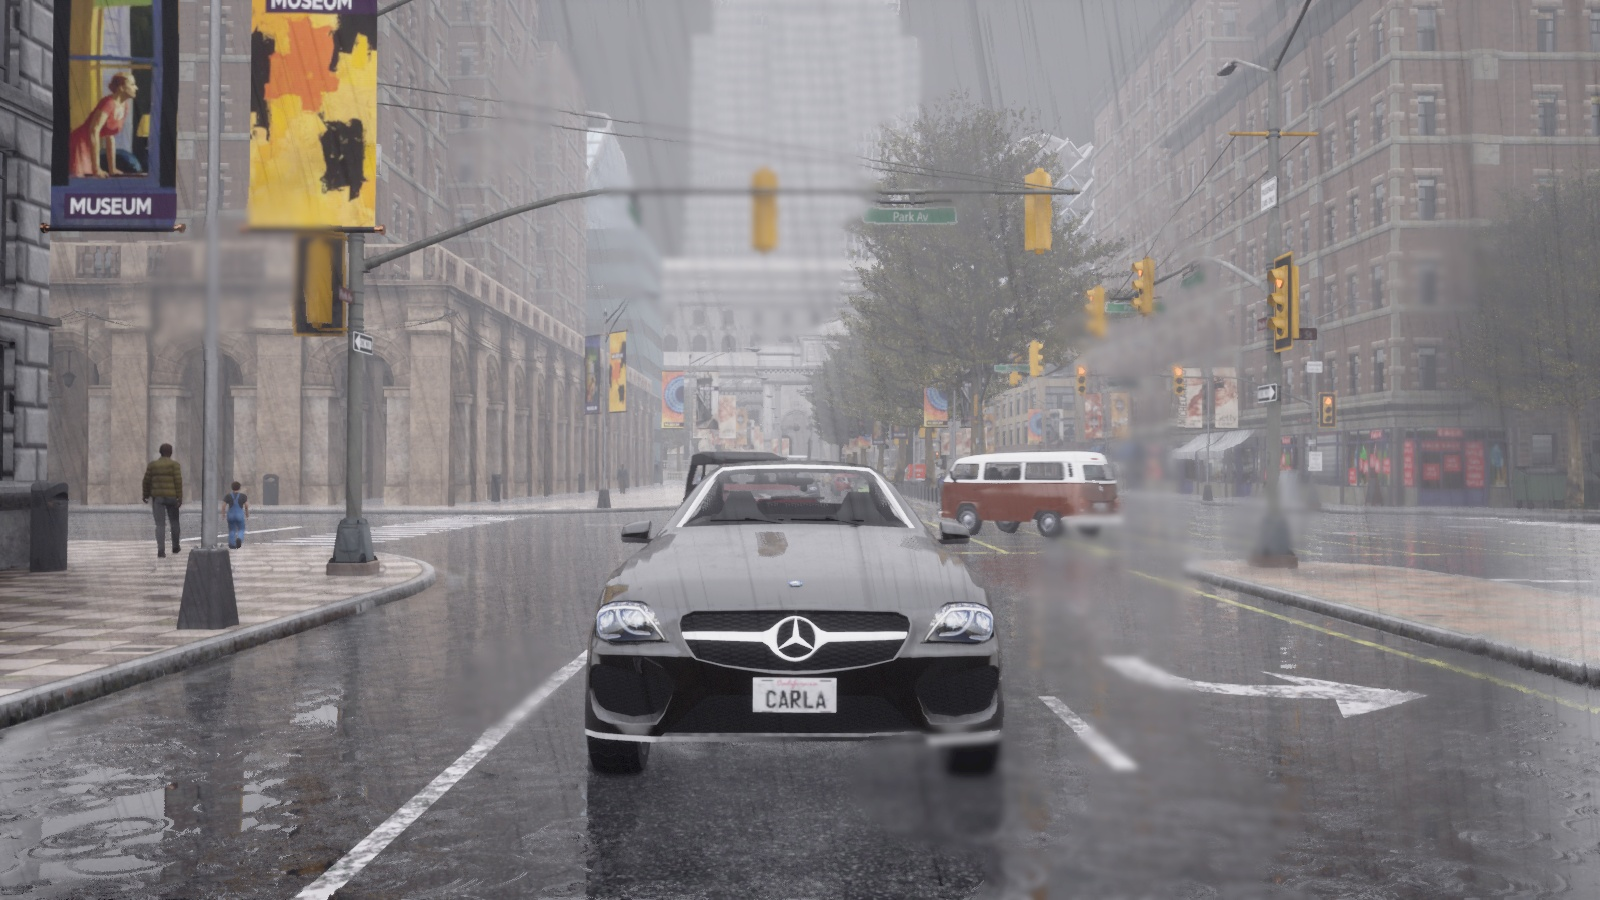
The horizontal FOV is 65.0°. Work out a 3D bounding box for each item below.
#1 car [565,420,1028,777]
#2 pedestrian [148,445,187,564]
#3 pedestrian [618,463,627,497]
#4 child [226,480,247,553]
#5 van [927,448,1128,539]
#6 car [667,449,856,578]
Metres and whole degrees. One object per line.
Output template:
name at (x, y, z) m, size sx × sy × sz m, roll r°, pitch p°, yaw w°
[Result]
car at (-0.025, 0.733, 8.363) m, size 2.152 × 1.651 × 5.027 m, roll 0°, pitch -1°, yaw 0°
pedestrian at (-9.969, 0.843, 19.800) m, size 0.370 × 1.835 × 0.726 m, roll 0°, pitch -1°, yaw -13°
pedestrian at (-10.251, 1.726, 72.485) m, size 0.423 × 1.949 × 0.788 m, roll 0°, pitch -1°, yaw 0°
child at (-9.945, 1.162, 22.165) m, size 0.270 × 1.263 × 0.437 m, roll 0°, pitch -1°, yaw -15°
van at (5.456, 1.027, 30.528) m, size 2.069 × 2.038 × 4.480 m, roll 1°, pitch -2°, yaw -42°
car at (-0.738, 0.956, 20.422) m, size 1.905 × 1.878 × 3.866 m, roll 0°, pitch -1°, yaw -21°
